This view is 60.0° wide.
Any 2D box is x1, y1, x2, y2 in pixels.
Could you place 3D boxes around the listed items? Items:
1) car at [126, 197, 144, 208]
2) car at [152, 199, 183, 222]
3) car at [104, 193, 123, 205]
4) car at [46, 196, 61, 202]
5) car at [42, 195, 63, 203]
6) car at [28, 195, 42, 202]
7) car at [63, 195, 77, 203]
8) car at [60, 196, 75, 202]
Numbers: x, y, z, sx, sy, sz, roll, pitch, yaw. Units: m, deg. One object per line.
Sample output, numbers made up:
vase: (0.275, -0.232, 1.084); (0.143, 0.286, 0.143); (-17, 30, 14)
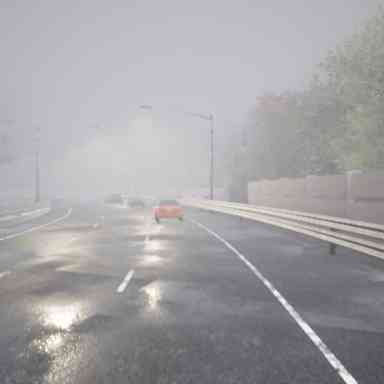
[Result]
car: (-8.059, 1.527, 47.211); (1.837, 1.490, 4.892); (0, 0, -22)
car: (-2.062, 1.352, 26.838); (2.097, 1.767, 4.553); (0, 0, -11)
car: (-14.327, 1.265, 60.493); (2.150, 2.045, 5.566); (0, 0, -29)
car: (-34.025, 1.637, 81.430); (1.812, 1.442, 4.674); (0, 0, -44)
car: (-29.853, 1.652, 71.289); (1.994, 1.385, 4.181); (0, 0, -40)
car: (-36.480, 1.664, 78.932); (2.033, 1.411, 5.357); (0, 0, -44)
car: (-26.979, 1.442, 73.293); (2.097, 1.767, 4.553); (0, 0, -40)
car: (-31.484, 1.655, 83.838); (1.994, 1.385, 4.181); (0, 0, -44)
